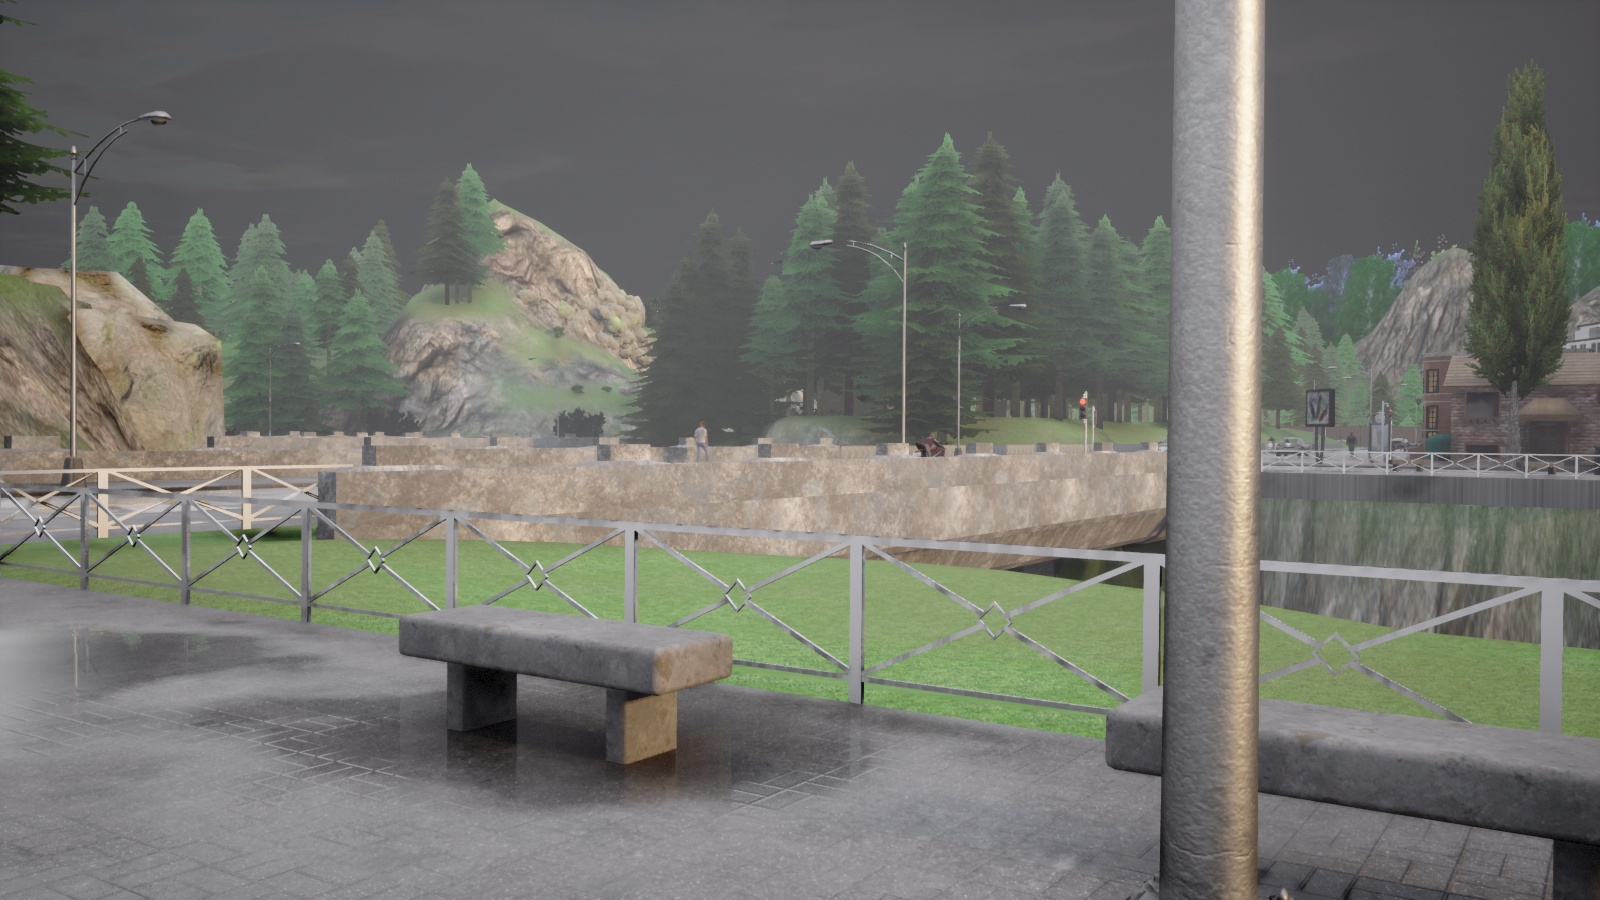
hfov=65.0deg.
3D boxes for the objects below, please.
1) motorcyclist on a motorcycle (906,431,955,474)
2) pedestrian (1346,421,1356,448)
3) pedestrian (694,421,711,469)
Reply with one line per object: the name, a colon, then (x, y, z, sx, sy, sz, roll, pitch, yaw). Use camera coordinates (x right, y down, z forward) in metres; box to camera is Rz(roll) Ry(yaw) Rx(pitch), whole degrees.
motorcyclist on a motorcycle: (4.851, 0.086, 46.644, 0.866, 1.530, 2.191, 0, 1, 34)
pedestrian: (38.192, -1.095, 87.019, 0.563, 1.883, 0.849, 0, 1, 32)
pedestrian: (-3.792, -0.192, 48.884, 0.354, 1.836, 0.706, 0, 1, 26)
